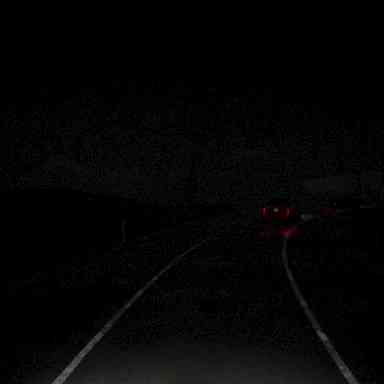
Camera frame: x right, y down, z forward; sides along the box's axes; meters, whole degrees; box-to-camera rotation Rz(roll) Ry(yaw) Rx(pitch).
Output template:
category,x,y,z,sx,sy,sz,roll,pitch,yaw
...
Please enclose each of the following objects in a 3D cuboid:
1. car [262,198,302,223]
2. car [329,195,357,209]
category,x,y,z,sx,sy,sz,roll,pitch,yaw
car,6.639,1.187,24.267,2.097,1.767,4.553,1,2,27
car,17.377,1.072,38.236,4.674,1.442,1.812,-1,2,-44
